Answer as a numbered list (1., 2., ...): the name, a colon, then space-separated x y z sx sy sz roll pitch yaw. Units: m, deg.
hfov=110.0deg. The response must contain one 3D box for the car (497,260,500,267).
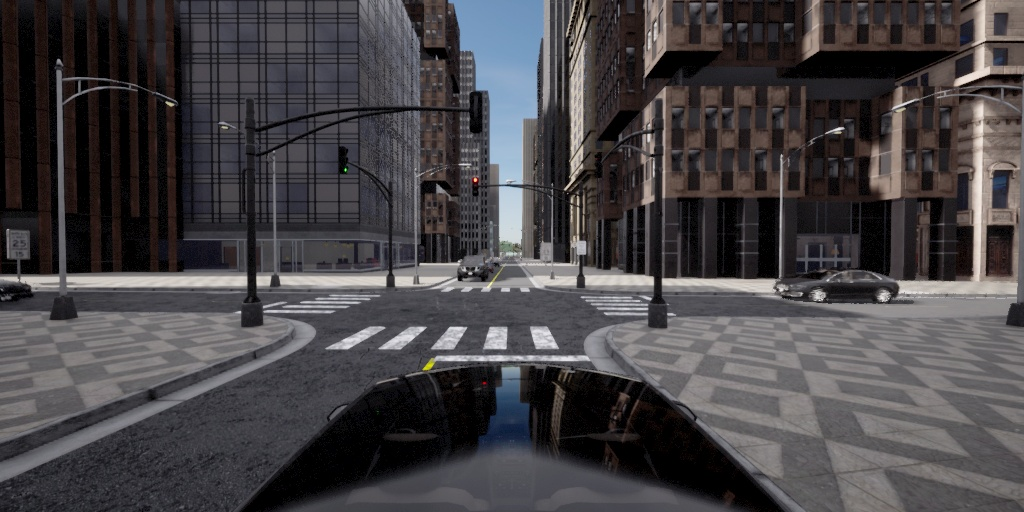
1. car: -3.041 1.297 61.857 1.895 1.301 4.718 0 0 0

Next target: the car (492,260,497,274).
1. car: -3.114 1.283 41.069 1.994 1.385 4.181 0 0 0

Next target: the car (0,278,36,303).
1. car: -21.441 1.153 13.326 5.357 1.411 2.033 0 1 0

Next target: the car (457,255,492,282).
1. car: -3.113 0.955 29.569 2.150 2.045 5.566 0 0 0

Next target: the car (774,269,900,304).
1. car: 14.909 1.348 16.609 4.892 1.490 1.837 0 1 0
